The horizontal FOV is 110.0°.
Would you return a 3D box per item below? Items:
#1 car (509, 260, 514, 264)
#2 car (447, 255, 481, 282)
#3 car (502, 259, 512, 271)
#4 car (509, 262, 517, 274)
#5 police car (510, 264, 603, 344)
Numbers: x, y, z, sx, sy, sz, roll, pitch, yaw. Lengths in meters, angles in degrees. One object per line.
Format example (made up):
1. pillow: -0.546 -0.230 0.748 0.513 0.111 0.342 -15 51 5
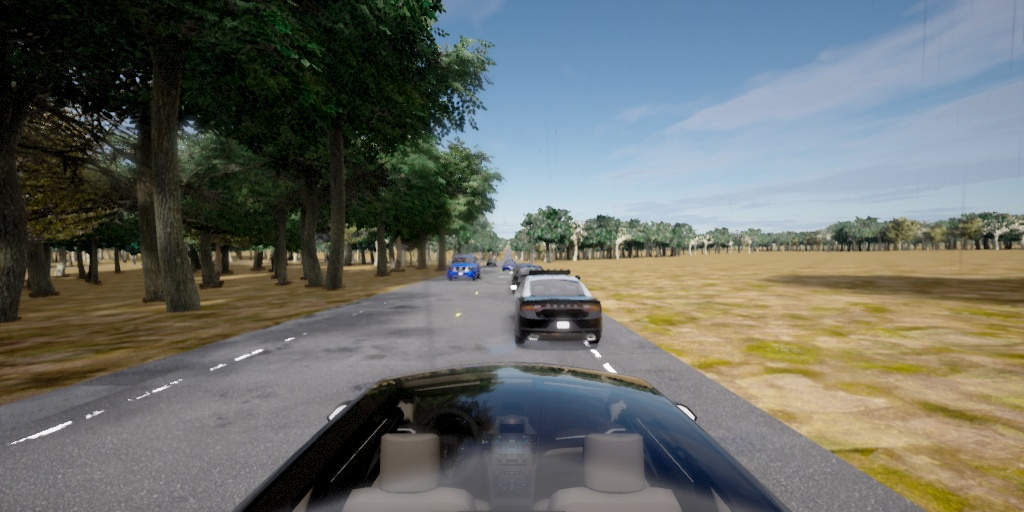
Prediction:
1. car: 0.892 1.258 25.596 1.812 1.442 4.674 0 0 0
2. car: -3.780 0.953 29.034 2.150 2.045 5.566 0 0 0
3. car: -0.273 1.307 47.289 1.994 1.385 4.181 0 0 0
4. car: 0.932 1.240 19.593 1.837 1.490 4.892 0 0 0
5. police car: 0.998 1.166 9.700 1.930 1.638 5.238 0 0 0
